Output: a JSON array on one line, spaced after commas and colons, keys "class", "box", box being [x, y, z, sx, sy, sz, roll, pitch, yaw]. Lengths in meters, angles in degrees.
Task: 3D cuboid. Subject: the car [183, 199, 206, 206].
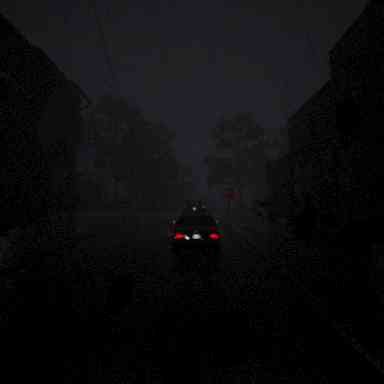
[{"class": "car", "box": [0.214, 1.302, 27.794, 1.994, 1.385, 4.181, 0, -1, 1]}]

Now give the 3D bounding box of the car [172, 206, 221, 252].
[{"class": "car", "box": [0.152, 1.537, 13.796, 2.033, 1.411, 5.357, 0, 1, 0]}]
